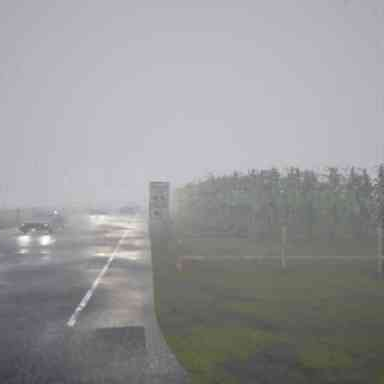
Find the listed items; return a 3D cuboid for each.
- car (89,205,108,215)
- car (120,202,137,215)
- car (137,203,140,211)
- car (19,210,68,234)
[{"bbox_3d":[-12.742,2.439,45.423,1.994,1.385,4.181,1,-1,-7],"label":"car"},{"bbox_3d":[-9.455,2.489,48.545,1.837,1.490,4.892,1,-3,-7],"label":"car"},{"bbox_3d":[-10.787,2.610,61.551,2.097,1.767,4.553,1,-1,-10],"label":"car"},{"bbox_3d":[-9.863,1.941,22.564,2.033,1.411,5.357,1,-1,-8],"label":"car"}]
